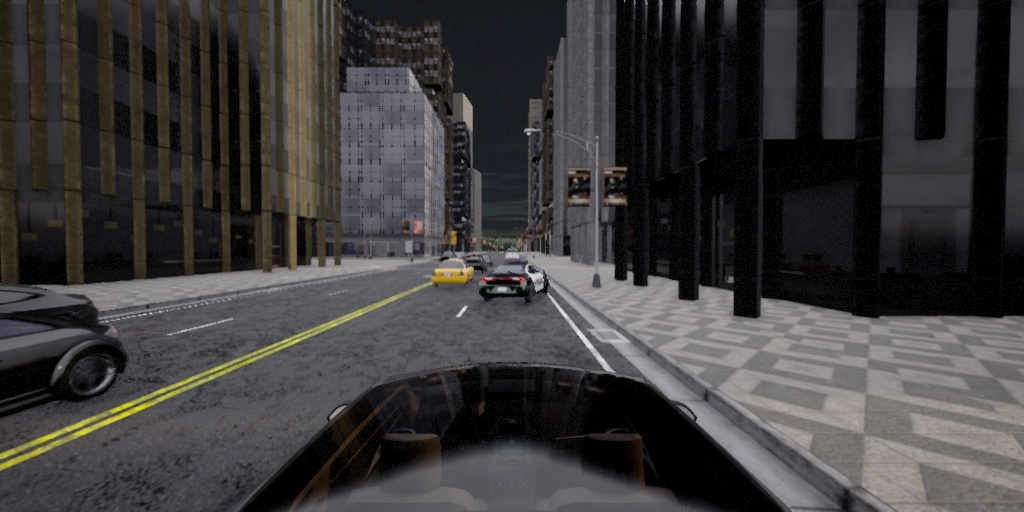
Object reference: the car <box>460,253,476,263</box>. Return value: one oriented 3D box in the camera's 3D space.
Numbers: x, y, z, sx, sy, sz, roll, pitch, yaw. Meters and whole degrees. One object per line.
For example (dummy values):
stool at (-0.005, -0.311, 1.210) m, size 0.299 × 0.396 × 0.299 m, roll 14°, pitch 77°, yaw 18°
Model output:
car at (-6.519, 0.227, 53.900) m, size 1.837 × 1.490 × 4.892 m, roll 0°, pitch 1°, yaw 0°

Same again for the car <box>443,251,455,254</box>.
car at (-9.757, 0.043, 55.190) m, size 2.097 × 1.767 × 4.553 m, roll 0°, pitch 1°, yaw 0°

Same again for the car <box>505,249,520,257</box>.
car at (0.061, -0.160, 58.926) m, size 2.150 × 2.045 × 5.566 m, roll 0°, pitch 1°, yaw 0°

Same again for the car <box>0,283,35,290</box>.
car at (-9.850, 1.196, 5.813) m, size 1.812 × 1.442 × 4.674 m, roll 0°, pitch 1°, yaw 0°

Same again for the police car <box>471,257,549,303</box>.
police car at (0.256, 0.990, 15.285) m, size 2.038 × 1.542 × 4.974 m, roll -1°, pitch 1°, yaw 15°

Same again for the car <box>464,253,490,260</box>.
car at (-3.249, 0.677, 31.350) m, size 1.837 × 1.490 × 4.892 m, roll 0°, pitch 1°, yaw 0°

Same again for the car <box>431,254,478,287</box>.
car at (-3.249, 0.840, 20.541) m, size 1.801 × 1.575 × 5.366 m, roll 0°, pitch 1°, yaw 0°

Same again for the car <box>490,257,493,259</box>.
car at (-3.249, 0.501, 42.349) m, size 2.033 × 1.411 × 5.357 m, roll 0°, pitch 1°, yaw 0°

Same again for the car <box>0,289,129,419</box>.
car at (-6.600, 1.280, 3.447) m, size 1.994 × 1.385 × 4.181 m, roll 0°, pitch 1°, yaw 0°
